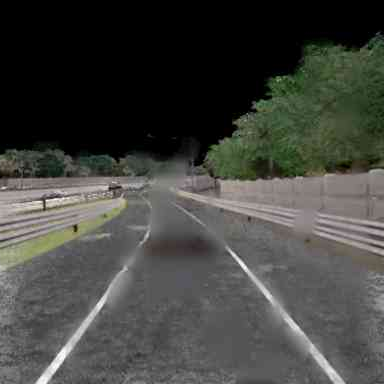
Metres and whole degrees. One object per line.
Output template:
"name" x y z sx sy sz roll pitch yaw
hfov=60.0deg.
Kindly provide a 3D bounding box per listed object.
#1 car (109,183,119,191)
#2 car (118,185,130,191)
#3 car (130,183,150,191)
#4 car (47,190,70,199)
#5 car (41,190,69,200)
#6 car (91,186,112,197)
"car" -20.624 -1.307 89.589 2.150 2.045 5.566 0 3 11
"car" -17.196 -0.962 88.891 1.994 1.385 4.181 0 3 11
"car" -13.761 -0.959 88.218 2.033 1.411 5.357 0 3 11
"car" -25.595 0.358 64.050 1.812 1.442 4.674 0 3 11
"car" -23.490 0.712 56.536 2.128 1.511 4.902 0 3 11
"car" -18.148 0.209 65.666 1.837 1.490 4.892 0 3 11
